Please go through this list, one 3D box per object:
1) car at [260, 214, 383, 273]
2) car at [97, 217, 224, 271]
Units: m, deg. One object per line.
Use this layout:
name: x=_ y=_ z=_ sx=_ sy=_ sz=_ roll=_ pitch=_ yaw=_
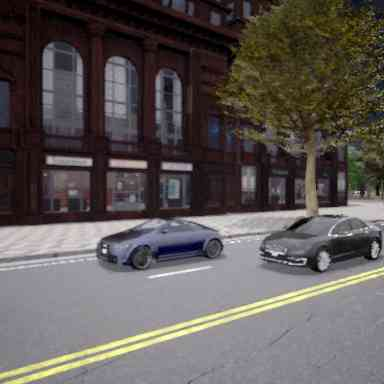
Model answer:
car: x=4.292 y=1.498 z=10.736 sx=4.892 sy=1.490 sz=1.837 roll=0 pitch=0 yaw=-35
car: x=-0.954 y=1.560 z=10.988 sx=4.181 sy=1.385 sz=1.994 roll=0 pitch=0 yaw=-35
